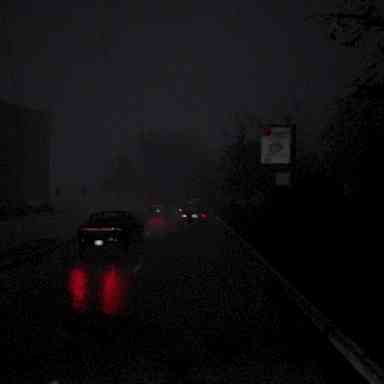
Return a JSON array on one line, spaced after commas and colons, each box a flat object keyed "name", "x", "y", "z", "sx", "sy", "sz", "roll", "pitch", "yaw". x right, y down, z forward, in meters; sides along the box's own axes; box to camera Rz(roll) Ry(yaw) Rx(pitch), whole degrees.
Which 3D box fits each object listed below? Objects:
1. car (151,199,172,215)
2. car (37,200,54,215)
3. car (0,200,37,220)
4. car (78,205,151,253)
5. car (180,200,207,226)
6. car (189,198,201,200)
[{"name": "car", "x": -3.136, "y": 1.505, "z": 33.348, "sx": 1.837, "sy": 1.490, "sz": 4.892, "roll": 0, "pitch": 0, "yaw": 0}, {"name": "car", "x": -15.593, "y": 1.505, "z": 33.730, "sx": 2.002, "sy": 1.452, "sz": 4.674, "roll": -2, "pitch": 0, "yaw": 0}, {"name": "car", "x": -15.563, "y": 1.493, "z": 28.234, "sx": 2.163, "sy": 1.488, "sz": 4.792, "roll": 0, "pitch": 0, "yaw": 0}, {"name": "car", "x": -3.149, "y": 1.492, "z": 13.664, "sx": 2.128, "sy": 1.511, "sz": 4.902, "roll": 0, "pitch": 0, "yaw": 0}, {"name": "car", "x": 0.107, "y": 1.548, "z": 23.387, "sx": 2.033, "sy": 1.411, "sz": 5.357, "roll": 0, "pitch": 0, "yaw": 0}, {"name": "car", "x": 0.362, "y": 1.473, "z": 41.258, "sx": 1.882, "sy": 1.535, "sz": 5.008, "roll": 0, "pitch": 0, "yaw": 4}]
